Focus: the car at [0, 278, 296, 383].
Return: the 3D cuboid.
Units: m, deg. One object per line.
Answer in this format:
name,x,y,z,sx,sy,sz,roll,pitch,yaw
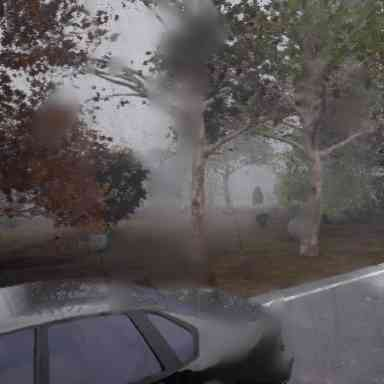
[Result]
car,-1.480,1.548,2.628,5.357,1.411,2.033,0,0,-35
